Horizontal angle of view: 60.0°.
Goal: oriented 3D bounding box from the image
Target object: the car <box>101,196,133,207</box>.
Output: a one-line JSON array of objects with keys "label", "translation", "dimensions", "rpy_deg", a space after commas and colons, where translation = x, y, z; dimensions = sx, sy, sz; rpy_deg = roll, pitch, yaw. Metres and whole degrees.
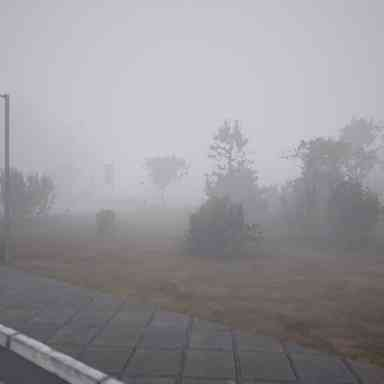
[{"label": "car", "translation": [-10.585, 1.408, 50.061], "dimensions": [2.128, 1.511, 4.902], "rpy_deg": [0, 1, 39]}]

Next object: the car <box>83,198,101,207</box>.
[{"label": "car", "translation": [-14.209, 1.532, 51.143], "dimensions": [1.895, 1.301, 4.718], "rpy_deg": [0, 1, 39]}]
